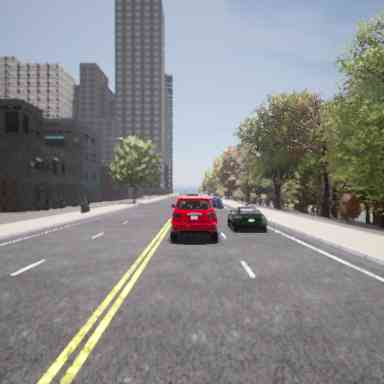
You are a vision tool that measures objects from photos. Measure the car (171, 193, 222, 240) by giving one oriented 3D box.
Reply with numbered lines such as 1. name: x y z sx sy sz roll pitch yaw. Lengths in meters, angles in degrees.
1. car: 0.105 1.225 17.290 2.150 2.045 5.566 0 0 0

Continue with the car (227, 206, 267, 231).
1. car: 3.357 1.568 20.769 1.994 1.385 4.181 0 0 0

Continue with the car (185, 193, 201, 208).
1. car: 0.114 1.225 48.986 2.150 2.045 5.566 0 0 0
